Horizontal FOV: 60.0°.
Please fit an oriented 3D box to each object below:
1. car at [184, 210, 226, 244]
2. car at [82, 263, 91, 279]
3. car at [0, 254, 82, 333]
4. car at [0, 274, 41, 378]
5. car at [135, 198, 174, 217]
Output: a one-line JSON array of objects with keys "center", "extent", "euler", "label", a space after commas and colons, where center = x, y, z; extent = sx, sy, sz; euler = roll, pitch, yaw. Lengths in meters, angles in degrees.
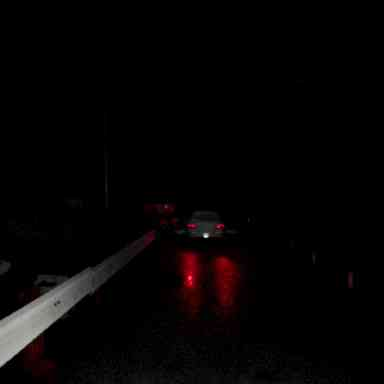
[{"center": [0.615, 1.586, 16.061], "extent": [1.812, 1.442, 4.674], "euler": [0, 0, 1], "label": "car"}, {"center": [-6.521, 3.425, 13.784], "extent": [4.792, 1.488, 2.163], "euler": [0, 4, -18], "label": "car"}, {"center": [-6.616, 3.366, 10.749], "extent": [5.566, 2.045, 2.435], "euler": [0, 4, -18], "label": "car"}, {"center": [-6.758, 3.590, 7.700], "extent": [5.566, 2.045, 2.435], "euler": [0, 5, -18], "label": "car"}, {"center": [-3.775, 1.410, 32.901], "extent": [2.097, 1.767, 4.553], "euler": [-3, 2, -39], "label": "car"}]
